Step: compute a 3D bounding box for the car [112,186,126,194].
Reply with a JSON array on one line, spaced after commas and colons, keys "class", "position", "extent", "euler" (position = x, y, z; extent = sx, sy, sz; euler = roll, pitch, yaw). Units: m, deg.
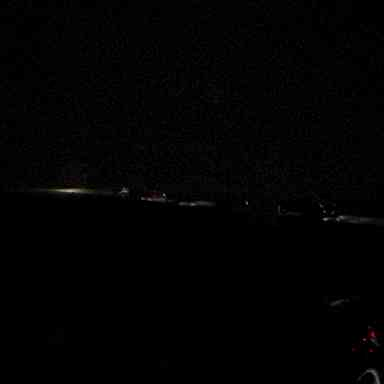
[{"class": "car", "position": [-13.871, -0.474, 64.549], "extent": [2.128, 1.511, 4.902], "euler": [-3, 4, -35]}]

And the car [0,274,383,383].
[{"class": "car", "position": [-0.090, 1.564, 2.988], "extent": [4.181, 1.385, 1.994], "euler": [0, 0, -35]}]

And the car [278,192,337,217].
[{"class": "car", "position": [9.242, 0.917, 26.718], "extent": [2.097, 1.767, 4.553], "euler": [-3, 4, -35]}]

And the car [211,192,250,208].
[{"class": "car", "position": [3.927, 0.750, 34.237], "extent": [2.128, 1.511, 4.902], "euler": [-3, 4, -35]}]

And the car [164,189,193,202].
[{"class": "car", "position": [-1.842, 0.433, 42.426], "extent": [1.837, 1.490, 4.892], "euler": [-3, 4, -35]}]

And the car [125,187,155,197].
[{"class": "car", "position": [-8.135, 0.182, 51.417], "extent": [1.895, 1.301, 4.718], "euler": [-3, 4, -35]}]
